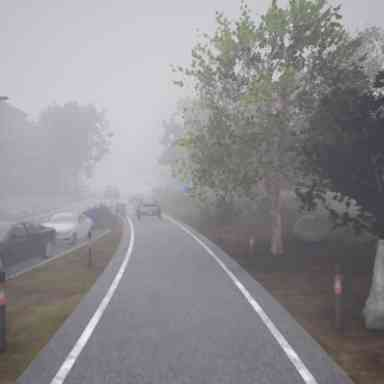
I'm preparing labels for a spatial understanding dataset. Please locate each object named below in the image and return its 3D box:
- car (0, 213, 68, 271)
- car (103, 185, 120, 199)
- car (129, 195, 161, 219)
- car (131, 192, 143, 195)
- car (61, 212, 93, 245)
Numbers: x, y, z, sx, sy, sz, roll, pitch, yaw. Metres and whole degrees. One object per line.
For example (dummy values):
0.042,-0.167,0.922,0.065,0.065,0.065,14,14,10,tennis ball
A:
-6.348,1.717,11.046,2.097,1.535,5.008,-1,-1,4,car
-12.689,-0.023,52.818,2.150,2.045,5.566,0,3,-5,car
-3.695,1.279,26.906,2.128,1.511,4.902,-1,2,-14,car
-7.348,0.715,44.358,1.895,1.301,4.718,0,3,-6,car
-6.446,1.784,17.189,2.002,1.452,4.674,2,0,-2,car
